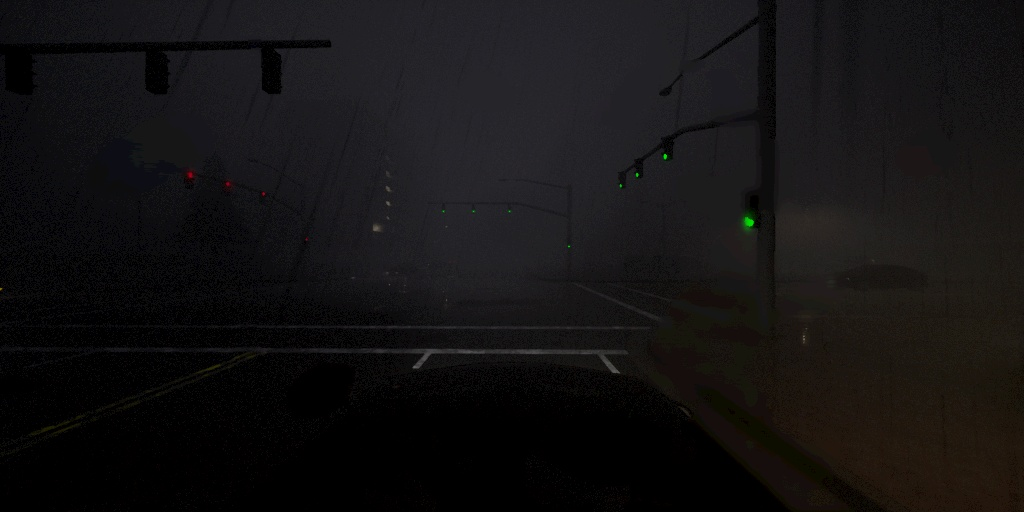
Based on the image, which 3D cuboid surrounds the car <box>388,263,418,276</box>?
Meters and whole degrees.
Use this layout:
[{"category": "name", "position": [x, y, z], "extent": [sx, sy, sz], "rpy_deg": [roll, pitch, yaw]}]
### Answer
[{"category": "car", "position": [-11.233, 1.350, 37.185], "extent": [1.895, 1.301, 4.718], "rpy_deg": [0, 0, 0]}]

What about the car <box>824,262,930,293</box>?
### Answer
[{"category": "car", "position": [20.690, 1.254, 20.454], "extent": [4.892, 1.490, 1.837], "rpy_deg": [0, 0, 2]}]

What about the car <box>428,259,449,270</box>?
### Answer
[{"category": "car", "position": [-11.207, 1.254, 53.516], "extent": [1.837, 1.490, 4.892], "rpy_deg": [0, 0, 0]}]

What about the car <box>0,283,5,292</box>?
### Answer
[{"category": "car", "position": [-27.113, 1.313, 16.947], "extent": [4.181, 1.385, 1.994], "rpy_deg": [0, 0, 0]}]
